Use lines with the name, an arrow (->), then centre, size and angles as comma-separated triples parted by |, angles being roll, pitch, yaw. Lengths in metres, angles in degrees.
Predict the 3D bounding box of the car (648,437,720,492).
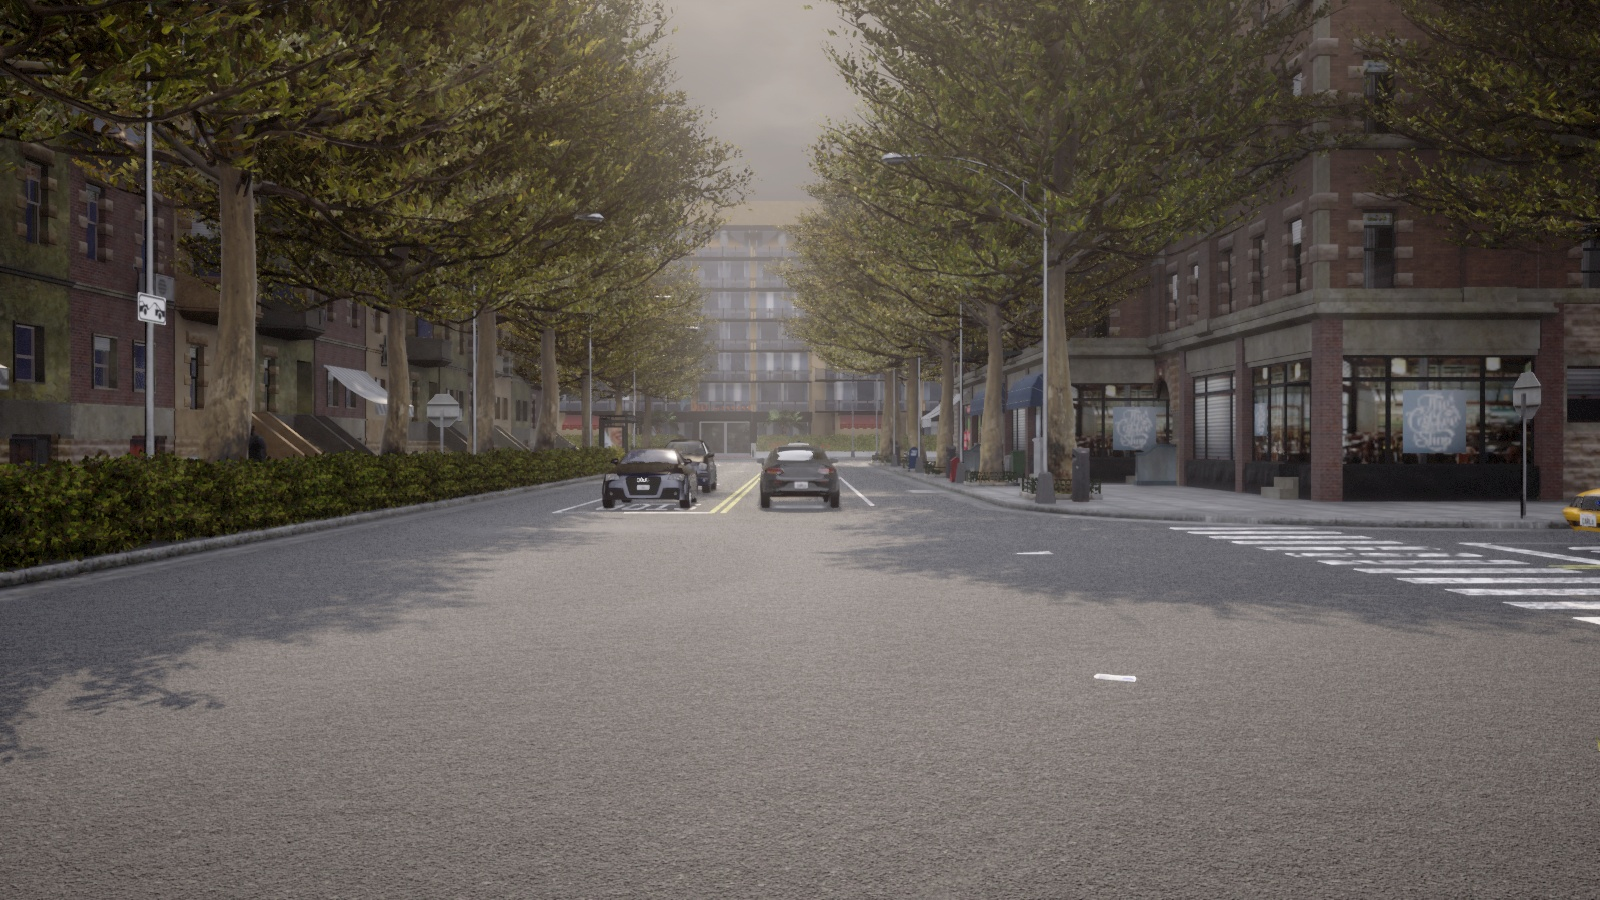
car -> -3.528, 0.422, 38.868 | 1.851, 1.617, 3.988 | 0, 0, 0

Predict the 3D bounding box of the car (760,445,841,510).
car -> -0.045, 0.600, 30.483 | 1.812, 1.442, 4.674 | 0, 0, -2

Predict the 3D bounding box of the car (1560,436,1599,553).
car -> 13.403, 0.601, 16.829 | 5.366, 1.575, 1.801 | 0, 0, -1

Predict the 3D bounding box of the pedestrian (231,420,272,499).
pedestrian -> -13.249, 0.221, 30.355 | 0.563, 1.883, 0.849 | 0, 0, 5

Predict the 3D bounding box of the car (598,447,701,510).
car -> -3.518, 0.638, 30.072 | 1.994, 1.385, 4.181 | 0, 0, 0
